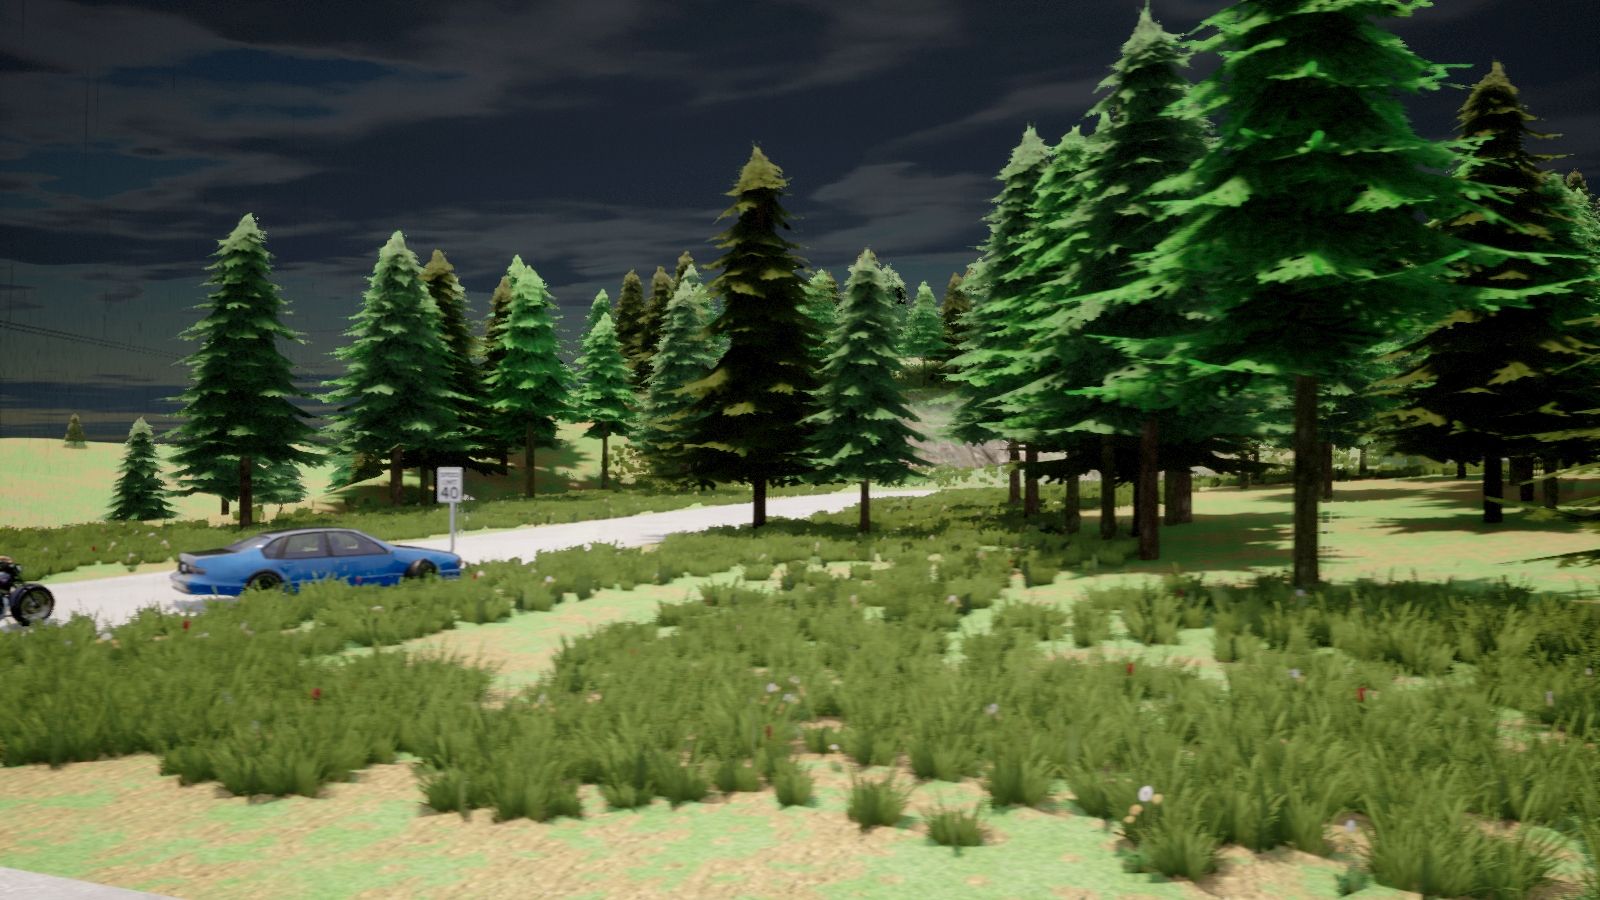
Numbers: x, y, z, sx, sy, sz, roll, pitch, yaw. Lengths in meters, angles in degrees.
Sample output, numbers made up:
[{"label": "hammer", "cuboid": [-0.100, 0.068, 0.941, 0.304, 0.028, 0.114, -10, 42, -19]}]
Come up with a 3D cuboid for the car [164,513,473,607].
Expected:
[{"label": "car", "cuboid": [-9.558, 2.106, 22.952, 5.357, 1.411, 2.033, 0, 0, -39]}]
